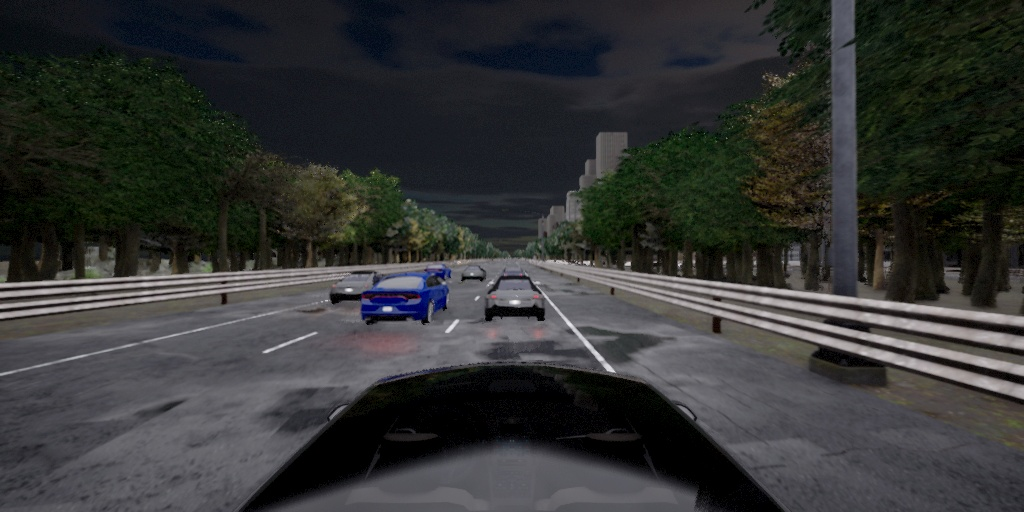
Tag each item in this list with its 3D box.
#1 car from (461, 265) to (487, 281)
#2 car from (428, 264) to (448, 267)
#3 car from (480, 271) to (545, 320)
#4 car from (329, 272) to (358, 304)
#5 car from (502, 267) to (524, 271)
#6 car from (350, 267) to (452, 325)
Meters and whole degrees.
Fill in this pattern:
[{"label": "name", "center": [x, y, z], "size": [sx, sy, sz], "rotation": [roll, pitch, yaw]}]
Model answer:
[{"label": "car", "center": [-3.397, 1.538, 32.588], "size": [1.994, 1.385, 4.181], "rotation": [0, 0, 0]}, {"label": "car", "center": [-6.896, 1.459, 33.628], "size": [1.882, 1.535, 5.008], "rotation": [0, 0, 0]}, {"label": "car", "center": [0.095, 1.400, 12.992], "size": [1.994, 1.385, 4.181], "rotation": [0, 0, 0]}, {"label": "car", "center": [-6.901, 1.430, 17.189], "size": [1.994, 1.385, 4.181], "rotation": [0, 0, 0]}, {"label": "car", "center": [0.102, 1.561, 30.544], "size": [1.895, 1.301, 4.718], "rotation": [0, 0, 0]}, {"label": "car", "center": [-3.405, 1.308, 12.306], "size": [1.882, 1.535, 5.008], "rotation": [0, 0, 0]}]
